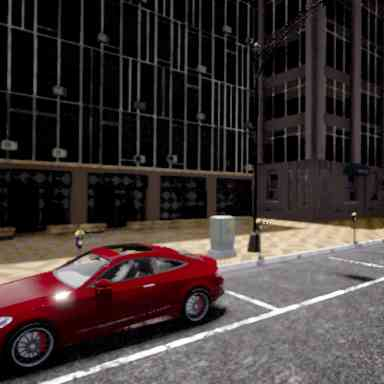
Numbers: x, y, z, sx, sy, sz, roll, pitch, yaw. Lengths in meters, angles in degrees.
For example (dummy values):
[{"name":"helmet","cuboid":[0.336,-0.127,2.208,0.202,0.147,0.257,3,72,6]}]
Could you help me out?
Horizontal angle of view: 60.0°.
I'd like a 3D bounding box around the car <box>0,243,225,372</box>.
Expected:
[{"name":"car","cuboid":[-1.314,1.586,5.614,4.206,1.307,1.802,0,0,-36]}]
